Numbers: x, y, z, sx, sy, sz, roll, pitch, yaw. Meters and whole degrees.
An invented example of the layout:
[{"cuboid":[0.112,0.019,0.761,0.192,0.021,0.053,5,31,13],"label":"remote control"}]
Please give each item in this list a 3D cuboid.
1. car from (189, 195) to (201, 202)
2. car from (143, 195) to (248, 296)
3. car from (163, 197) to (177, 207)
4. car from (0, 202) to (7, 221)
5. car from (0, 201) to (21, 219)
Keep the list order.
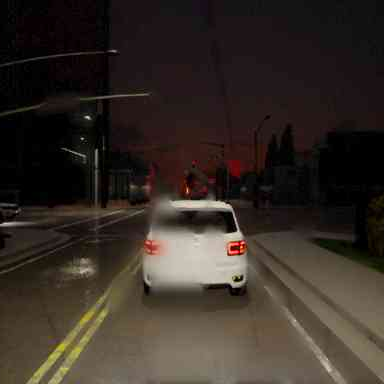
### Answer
[{"cuboid":[0.852,1.455,78.667,1.882,1.535,5.008,0,0,12],"label":"car"},{"cuboid":[0.081,1.220,8.796,2.150,2.045,5.566,0,0,0],"label":"car"},{"cuboid":[-3.521,1.557,52.941,1.994,1.385,4.181,0,0,0],"label":"car"},{"cuboid":[-16.215,1.664,24.044,4.181,1.385,1.994,-1,0,0],"label":"car"},{"cuboid":[-17.293,1.335,27.540,5.566,2.045,2.150,-1,0,0],"label":"car"}]
